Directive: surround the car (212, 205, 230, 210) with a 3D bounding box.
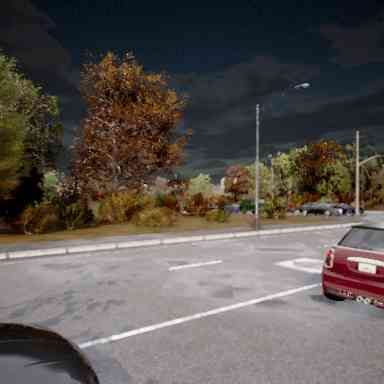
[{"bbox_3d":[3.417,2.798,52.620,1.895,1.301,4.718,1,-3,-32],"label":"car"}]

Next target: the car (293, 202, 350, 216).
[{"bbox_3d":[13.845,1.866,35.892,2.128,1.511,4.902,1,-2,-32],"label":"car"}]

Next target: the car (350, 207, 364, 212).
[{"bbox_3d":[16.886,2.001,37.638,1.895,1.301,4.718,1,-2,-32],"label":"car"}]

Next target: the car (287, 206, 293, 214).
[{"bbox_3d":[11.900,2.186,45.627,1.882,1.535,5.008,1,-3,-32],"label":"car"}]

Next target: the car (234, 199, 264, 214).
[{"bbox_3d":[8.617,1.927,44.282,2.150,2.045,5.566,1,-3,-32],"label":"car"}]

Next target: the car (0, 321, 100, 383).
[{"bbox_3d":[-2.927,1.484,1.666,4.902,1.511,2.128,0,0,-35],"label":"car"}]

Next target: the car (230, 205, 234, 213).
[{"bbox_3d":[6.688,2.744,53.982,2.033,1.411,5.357,1,-3,-32],"label":"car"}]

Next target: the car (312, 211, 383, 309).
[{"bbox_3d":[4.875,1.402,7.165,4.553,1.767,2.097,1,0,-35],"label":"car"}]
